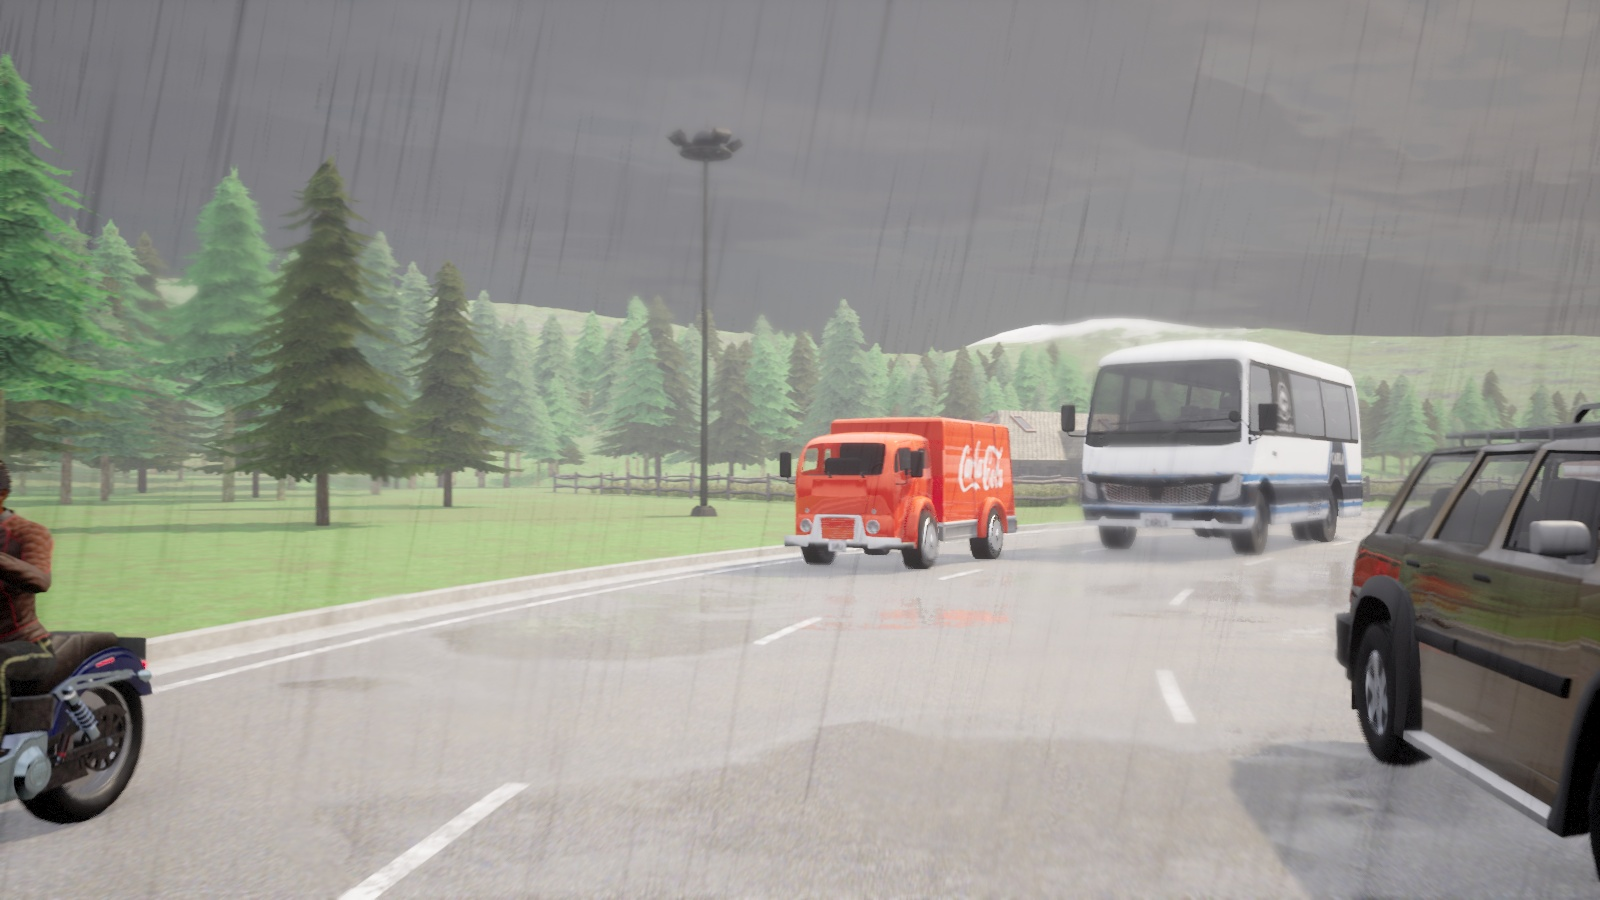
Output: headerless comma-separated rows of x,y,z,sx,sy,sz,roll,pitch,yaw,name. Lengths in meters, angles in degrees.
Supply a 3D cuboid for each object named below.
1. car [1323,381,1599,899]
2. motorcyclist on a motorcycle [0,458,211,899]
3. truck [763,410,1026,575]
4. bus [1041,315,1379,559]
3.803,0.707,5.227,1.932,1.855,4.605,-1,-1,9,car
-3.288,0.855,4.767,0.766,1.649,2.350,0,-1,7,motorcyclist on a motorcycle
1.801,0.685,21.690,2.627,2.467,5.204,-1,-1,28,truck
9.272,-0.136,27.173,3.944,4.253,10.273,-1,-1,36,bus
